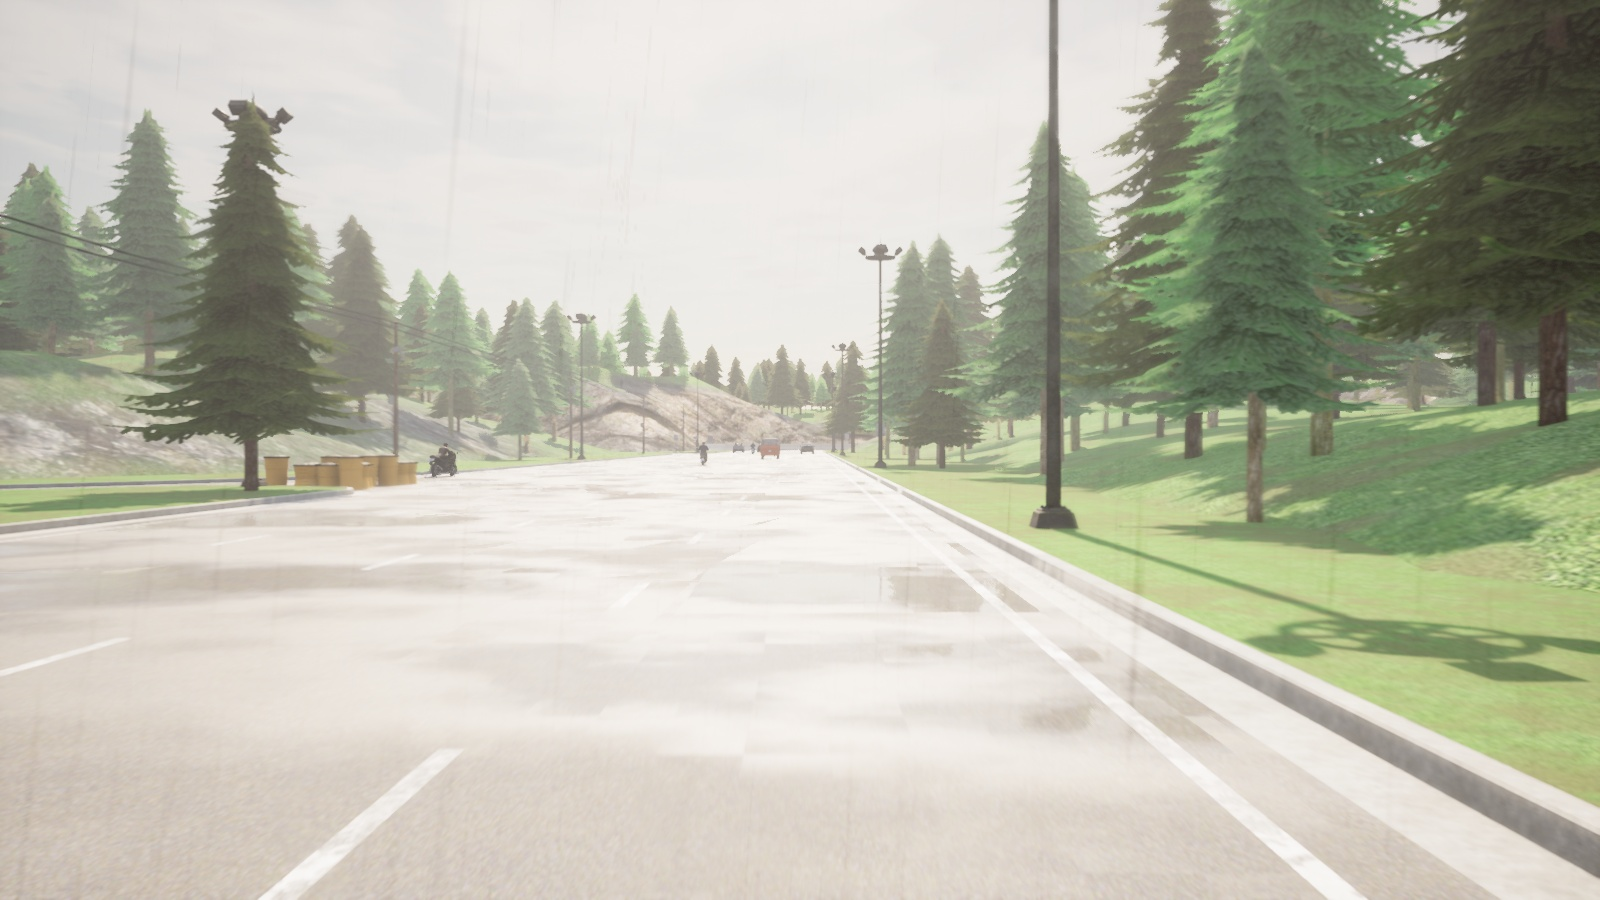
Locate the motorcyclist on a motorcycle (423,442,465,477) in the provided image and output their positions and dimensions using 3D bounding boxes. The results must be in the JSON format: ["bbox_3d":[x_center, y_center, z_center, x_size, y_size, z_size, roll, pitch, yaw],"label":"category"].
[{"bbox_3d":[-15.683,0.407,55.337,0.797,1.523,2.044,0,0,17],"label":"motorcyclist on a motorcycle"}]
